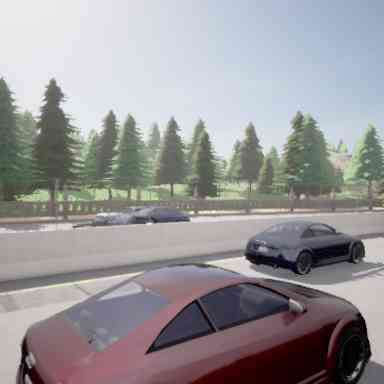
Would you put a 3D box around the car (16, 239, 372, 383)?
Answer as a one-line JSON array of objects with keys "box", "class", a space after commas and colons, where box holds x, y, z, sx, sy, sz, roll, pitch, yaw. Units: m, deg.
[{"box": [0.279, 1.578, 3.946, 4.181, 1.385, 1.994, 0, 0, -35], "class": "car"}]

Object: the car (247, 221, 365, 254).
[{"box": [3.677, 1.614, 10.640, 4.181, 1.385, 1.994, 0, 0, -35], "class": "car"}]

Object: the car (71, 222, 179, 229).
[{"box": [-2.933, 1.636, 14.763, 4.718, 1.301, 1.895, 0, 0, -35], "class": "car"}]
